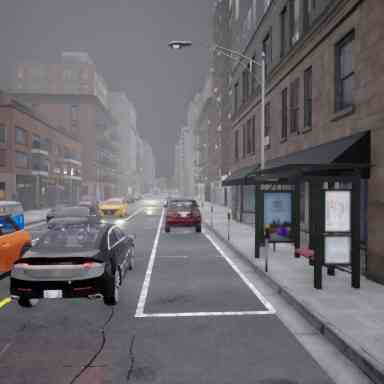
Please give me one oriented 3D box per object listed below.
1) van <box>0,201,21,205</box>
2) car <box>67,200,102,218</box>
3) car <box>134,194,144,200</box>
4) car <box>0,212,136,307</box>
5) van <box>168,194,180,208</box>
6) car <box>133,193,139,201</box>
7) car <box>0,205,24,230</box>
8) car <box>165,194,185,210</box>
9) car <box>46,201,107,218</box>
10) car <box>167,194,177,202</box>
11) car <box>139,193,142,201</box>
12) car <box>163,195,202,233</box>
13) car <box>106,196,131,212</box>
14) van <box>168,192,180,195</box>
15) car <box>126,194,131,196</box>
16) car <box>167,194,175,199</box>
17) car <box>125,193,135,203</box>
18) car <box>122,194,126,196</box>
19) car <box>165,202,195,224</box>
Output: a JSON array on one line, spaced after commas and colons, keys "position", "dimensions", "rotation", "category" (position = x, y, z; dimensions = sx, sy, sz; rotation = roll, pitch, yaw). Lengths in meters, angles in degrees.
[{"position": [-8.286, 1.281, 13.354], "dimensions": [1.690, 1.788, 3.998], "rotation": [0, 0, -4], "category": "van"}, {"position": [-9.437, 1.431, 29.533], "dimensions": [1.887, 1.381, 4.507], "rotation": [0, 0, -4], "category": "car"}, {"position": [-13.271, 1.256, 83.459], "dimensions": [2.008, 1.369, 4.403], "rotation": [0, 0, -4], "category": "car"}, {"position": [-2.478, 1.469, 7.932], "dimensions": [2.128, 1.511, 4.902], "rotation": [0, 0, -4], "category": "car"}, {"position": [-2.528, 1.200, 46.287], "dimensions": [1.690, 1.788, 3.998], "rotation": [0, 0, -4], "category": "van"}, {"position": [-11.737, 1.092, 61.888], "dimensions": [2.192, 1.841, 5.009], "rotation": [0, 0, -4], "category": "car"}, {"position": [-5.320, 1.321, 7.211], "dimensions": [2.097, 1.767, 4.553], "rotation": [0, 0, -3], "category": "car"}, {"position": [-2.138, 1.192, 40.895], "dimensions": [2.192, 1.841, 5.009], "rotation": [0, 0, -4], "category": "car"}, {"position": [-6.023, 1.440, 17.558], "dimensions": [1.837, 1.490, 4.892], "rotation": [0, 0, -4], "category": "car"}, {"position": [-4.087, 1.227, 67.855], "dimensions": [1.967, 1.590, 4.097], "rotation": [0, 0, -4], "category": "car"}, {"position": [-12.504, 1.323, 72.674], "dimensions": [1.802, 1.307, 4.206], "rotation": [0, 0, -4], "category": "car"}, {"position": [-0.579, 1.264, 19.326], "dimensions": [2.192, 1.841, 5.009], "rotation": [0, 0, -4], "category": "car"}, {"position": [-6.843, 1.374, 29.254], "dimensions": [1.882, 1.535, 5.008], "rotation": [0, 0, -4], "category": "car"}, {"position": [-1.748, 1.237, 35.502], "dimensions": [1.690, 1.788, 3.998], "rotation": [0, 0, -4], "category": "van"}, {"position": [-10.970, 1.365, 51.103], "dimensions": [2.008, 1.369, 4.403], "rotation": [0, 0, -4], "category": "car"}, {"position": [-5.647, 1.265, 89.424], "dimensions": [2.008, 1.369, 4.403], "rotation": [0, 0, -4], "category": "car"}, {"position": [-11.354, 1.361, 56.496], "dimensions": [1.947, 1.339, 4.313], "rotation": [0, 0, -4], "category": "car"}, {"position": [-10.575, 1.358, 45.542], "dimensions": [1.752, 1.417, 4.829], "rotation": [0, 0, -4], "category": "car"}, {"position": [-0.969, 1.482, 24.719], "dimensions": [2.008, 1.369, 4.403], "rotation": [0, 0, -4], "category": "car"}]
